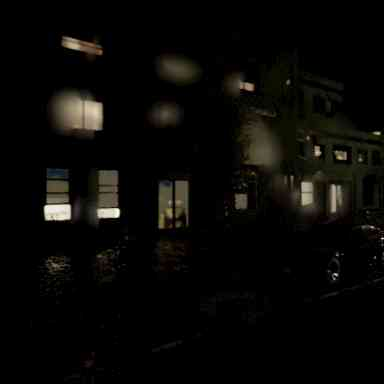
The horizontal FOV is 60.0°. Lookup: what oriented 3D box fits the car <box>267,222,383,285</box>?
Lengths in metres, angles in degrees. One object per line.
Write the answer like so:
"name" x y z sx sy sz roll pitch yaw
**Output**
"car" 4.046 1.555 9.450 4.313 1.339 1.947 0 0 -36
